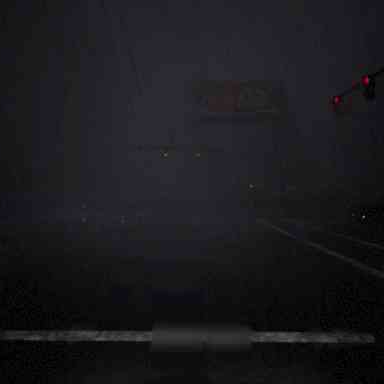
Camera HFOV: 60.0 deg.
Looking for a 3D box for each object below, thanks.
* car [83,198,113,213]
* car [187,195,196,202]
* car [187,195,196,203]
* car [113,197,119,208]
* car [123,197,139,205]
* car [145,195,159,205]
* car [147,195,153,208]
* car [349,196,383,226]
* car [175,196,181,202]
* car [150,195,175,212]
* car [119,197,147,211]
[{"bbox_3d":[-10.652,1.610,37.375,1.895,1.301,4.718,0,0,1],"label":"car"},{"bbox_3d":[-0.097,1.492,78.629,2.128,1.511,4.902,0,0,0],"label":"car"},{"bbox_3d":[-0.086,1.619,69.592,1.895,1.301,4.718,0,0,0],"label":"car"},{"bbox_3d":[-10.644,1.490,46.765,1.882,1.535,5.008,0,0,0],"label":"car"},{"bbox_3d":[-10.639,1.616,58.632,1.895,1.301,4.718,0,0,0],"label":"car"},{"bbox_3d":[-7.136,1.368,59.857,2.097,1.767,4.553,0,0,0],"label":"car"},{"bbox_3d":[-7.143,1.490,49.820,1.882,1.535,5.008,0,0,0],"label":"car"},{"bbox_3d":[14.025,1.228,23.199,5.566,2.045,2.150,0,0,0],"label":"car"},{"bbox_3d":[-3.592,1.544,73.991,2.128,1.511,4.902,0,0,0],"label":"car"},{"bbox_3d":[-3.446,1.488,39.462,1.882,1.535,5.008,0,0,0],"label":"car"},{"bbox_3d":[-7.133,1.488,40.389,1.882,1.535,5.008,0,0,0],"label":"car"}]
